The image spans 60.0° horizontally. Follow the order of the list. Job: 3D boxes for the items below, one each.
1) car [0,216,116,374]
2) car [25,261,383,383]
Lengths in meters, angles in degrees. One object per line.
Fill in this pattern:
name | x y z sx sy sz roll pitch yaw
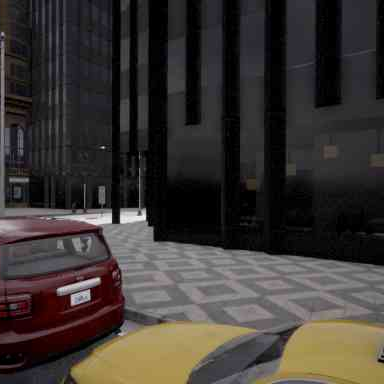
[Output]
car | -3.242 1.314 5.271 5.009 1.841 2.192 0 0 36
car | 1.037 1.525 2.220 4.829 1.417 1.752 0 0 36
